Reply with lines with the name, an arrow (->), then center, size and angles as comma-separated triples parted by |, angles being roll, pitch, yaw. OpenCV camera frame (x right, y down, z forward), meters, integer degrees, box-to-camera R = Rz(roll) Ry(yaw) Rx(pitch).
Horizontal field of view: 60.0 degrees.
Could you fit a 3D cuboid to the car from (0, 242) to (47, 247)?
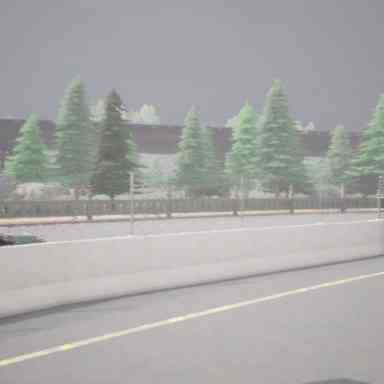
car -> -6.112, 1.541, 8.116 | 4.718, 1.301, 1.895 | 0, 0, -35
